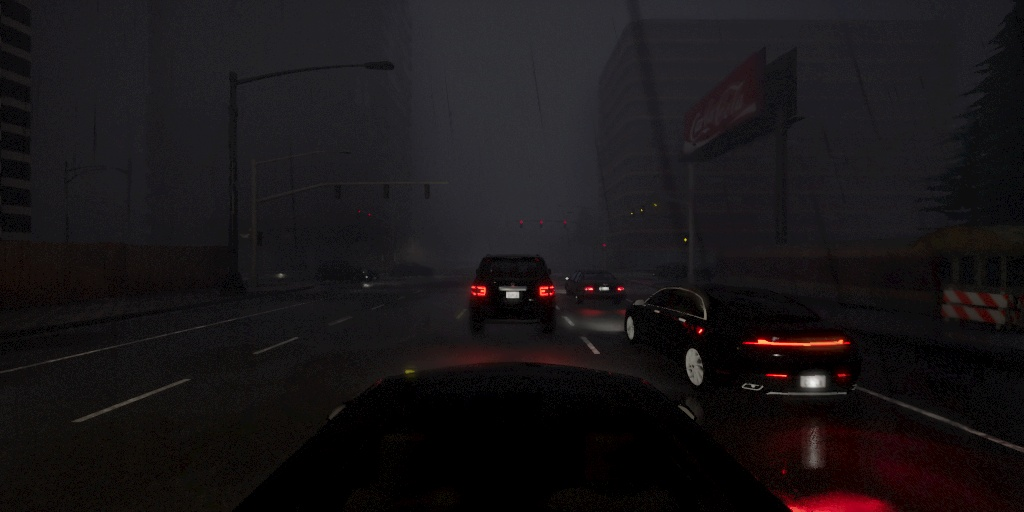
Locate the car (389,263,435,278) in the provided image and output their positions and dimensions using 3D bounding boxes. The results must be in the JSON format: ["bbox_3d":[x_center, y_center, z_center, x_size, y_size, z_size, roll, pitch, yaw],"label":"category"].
[{"bbox_3d":[-9.337,1.314,33.640,4.181,1.385,1.994,0,0,-20],"label":"car"}]

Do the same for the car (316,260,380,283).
[{"bbox_3d":[-12.528,1.101,27.516,4.553,1.767,2.097,0,0,12],"label":"car"}]

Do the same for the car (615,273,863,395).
[{"bbox_3d":[3.599,1.255,6.703,1.837,1.490,4.892,0,0,0],"label":"car"}]

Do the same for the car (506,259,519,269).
[{"bbox_3d":[0.098,1.227,55.771,1.882,1.535,5.008,0,0,0],"label":"car"}]

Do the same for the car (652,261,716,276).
[{"bbox_3d":[13.680,1.241,28.508,4.902,1.511,2.128,0,0,0],"label":"car"}]

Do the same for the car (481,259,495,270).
[{"bbox_3d":[-3.563,1.276,54.960,1.812,1.442,4.674,0,0,0],"label":"car"}]

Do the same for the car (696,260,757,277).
[{"bbox_3d":[21.311,1.228,35.751,5.008,1.535,1.882,0,0,0],"label":"car"}]

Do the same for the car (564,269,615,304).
[{"bbox_3d":[3.588,1.297,16.222,2.033,1.411,5.357,0,0,0],"label":"car"}]

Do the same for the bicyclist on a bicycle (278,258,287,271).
[{"bbox_3d":[-28.012,1.051,43.759,0.582,1.620,1.656,0,0,0],"label":"bicyclist on a bicycle"}]

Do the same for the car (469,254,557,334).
[{"bbox_3d":[0.042,0.971,10.770,2.150,2.045,5.566,0,0,1],"label":"car"}]
